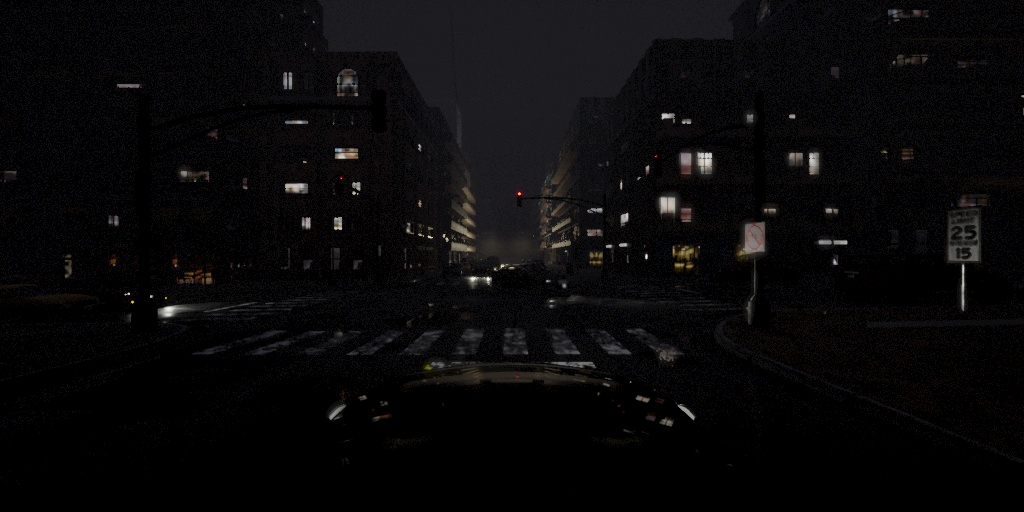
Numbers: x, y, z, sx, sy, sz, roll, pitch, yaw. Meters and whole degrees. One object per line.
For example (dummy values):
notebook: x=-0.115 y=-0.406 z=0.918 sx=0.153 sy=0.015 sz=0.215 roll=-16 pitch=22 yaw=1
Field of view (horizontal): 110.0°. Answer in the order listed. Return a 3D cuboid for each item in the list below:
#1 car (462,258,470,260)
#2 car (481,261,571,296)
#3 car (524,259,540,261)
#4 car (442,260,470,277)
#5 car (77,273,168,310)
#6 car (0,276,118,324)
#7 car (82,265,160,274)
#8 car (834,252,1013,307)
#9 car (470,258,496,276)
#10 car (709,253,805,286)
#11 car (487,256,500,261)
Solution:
car: x=-5.609 y=1.283 z=40.668 sx=1.751 sy=1.417 sz=4.829 roll=0 pitch=0 yaw=0
car: x=0.861 y=1.195 z=19.050 sx=2.128 sy=1.511 sz=4.902 roll=-2 pitch=1 yaw=-42
car: x=2.771 y=1.198 z=40.822 sx=1.967 sy=1.591 sz=4.097 roll=0 pitch=0 yaw=0
car: x=-5.621 y=1.322 z=35.155 sx=1.948 sy=1.339 sz=4.313 roll=0 pitch=0 yaw=0
car: x=-17.594 y=1.615 z=15.450 sx=4.181 sy=1.385 sz=1.994 roll=-1 pitch=0 yaw=0
car: x=-17.608 y=1.585 z=12.855 sx=4.829 sy=1.417 sz=1.751 roll=0 pitch=0 yaw=0
car: x=-23.559 y=1.462 z=21.163 sx=5.009 sy=1.841 sz=2.192 roll=0 pitch=0 yaw=0
car: x=14.733 y=0.775 z=13.069 sx=5.009 sy=1.841 sz=2.192 roll=0 pitch=0 yaw=0
car: x=-3.028 y=1.234 z=37.149 sx=1.882 sy=1.535 sz=5.008 roll=0 pitch=0 yaw=0
car: x=14.616 y=0.759 z=21.449 sx=5.009 sy=1.841 sz=2.192 roll=0 pitch=0 yaw=0
car: x=-2.977 y=0.988 z=55.402 sx=2.150 sy=2.045 sz=5.566 roll=0 pitch=0 yaw=0
